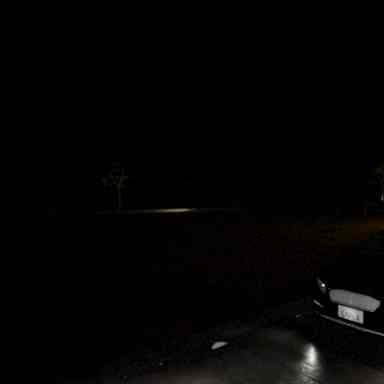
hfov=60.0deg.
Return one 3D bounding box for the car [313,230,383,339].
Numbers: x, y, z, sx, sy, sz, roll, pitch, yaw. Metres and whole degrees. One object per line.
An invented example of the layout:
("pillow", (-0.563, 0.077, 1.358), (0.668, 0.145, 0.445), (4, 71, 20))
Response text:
("car", (4.225, 1.452, 6.188), (4.902, 1.511, 2.128), (-1, 0, -36))
